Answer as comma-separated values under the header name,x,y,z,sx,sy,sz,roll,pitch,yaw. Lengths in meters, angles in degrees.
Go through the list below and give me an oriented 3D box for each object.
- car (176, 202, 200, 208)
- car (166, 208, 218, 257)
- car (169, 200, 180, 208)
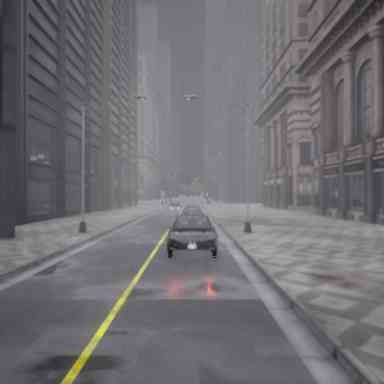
name,x,y,z,sx,sy,sz,roll,pitch,yaw
car,0.018,1.814,27.512,2.033,1.411,5.357,0,-1,0
car,0.024,1.626,13.506,2.128,1.511,4.902,0,0,0
car,-3.020,2.119,60.727,2.033,1.411,5.357,0,-1,1
